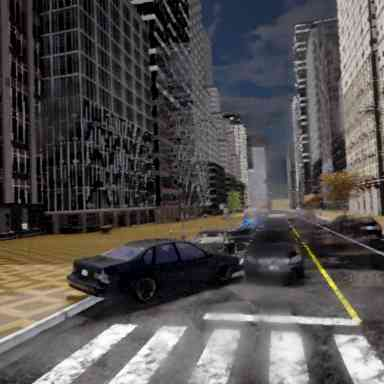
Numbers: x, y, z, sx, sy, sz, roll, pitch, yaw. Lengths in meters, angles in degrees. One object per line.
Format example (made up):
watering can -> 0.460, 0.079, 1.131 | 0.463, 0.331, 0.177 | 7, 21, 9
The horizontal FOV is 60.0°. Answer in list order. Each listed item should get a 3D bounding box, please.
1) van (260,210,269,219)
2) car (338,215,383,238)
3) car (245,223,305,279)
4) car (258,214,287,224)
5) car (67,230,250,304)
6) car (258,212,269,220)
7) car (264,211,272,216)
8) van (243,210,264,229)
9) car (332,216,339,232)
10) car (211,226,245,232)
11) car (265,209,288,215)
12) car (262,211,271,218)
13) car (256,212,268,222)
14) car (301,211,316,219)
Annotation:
van -> 15.039, 4.639, 68.798 | 1.690, 1.788, 3.998 | -4, -4, 14
car -> 11.849, 2.402, 23.189 | 1.947, 1.339, 4.313 | -4, -4, 14
car -> 3.003, 2.091, 12.105 | 1.812, 1.442, 4.674 | -3, -3, 14
car -> 5.810, 2.564, 22.907 | 1.837, 1.490, 4.892 | -3, -3, 14
car -> -0.793, 2.094, 9.826 | 5.357, 1.411, 2.033 | 3, -4, -44
car -> 13.637, 4.586, 63.348 | 1.887, 1.381, 4.507 | -4, -4, 14
car -> 20.706, 5.877, 90.540 | 2.008, 1.369, 4.403 | -4, -4, 14
van -> 6.558, 3.115, 36.167 | 1.690, 1.788, 3.998 | -4, -4, 14
car -> 13.262, 2.652, 28.628 | 1.947, 1.339, 4.313 | -4, -4, 14
car -> 0.916, 2.327, 14.397 | 2.008, 1.369, 4.403 | -4, -4, 14
car -> 10.543, 3.111, 40.958 | 2.150, 2.045, 5.566 | -3, -4, 15
car -> 17.878, 5.355, 79.663 | 1.887, 1.381, 4.507 | -4, -4, 14
car -> 12.179, 4.303, 57.747 | 1.752, 1.417, 4.829 | -4, -4, 14
car -> 21.744, 4.186, 61.260 | 1.802, 1.307, 4.206 | -4, -4, 14
